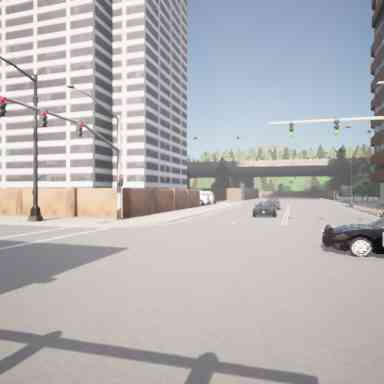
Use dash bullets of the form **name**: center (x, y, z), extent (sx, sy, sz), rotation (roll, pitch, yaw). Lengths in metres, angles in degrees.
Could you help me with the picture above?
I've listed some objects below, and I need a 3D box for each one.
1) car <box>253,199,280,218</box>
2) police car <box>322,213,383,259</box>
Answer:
- **car**: center (6.762, 1.556, 30.614), extent (1.994, 1.385, 4.181), rotation (0, 0, 17)
- **police car**: center (7.373, 1.422, 11.581), extent (5.238, 1.638, 1.930), rotation (0, 0, 17)
